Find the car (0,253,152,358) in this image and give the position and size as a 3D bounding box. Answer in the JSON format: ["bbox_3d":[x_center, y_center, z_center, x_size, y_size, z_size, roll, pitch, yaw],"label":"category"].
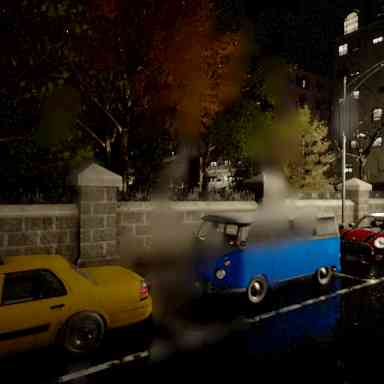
[{"bbox_3d":[-2.917,1.526,4.470,4.829,1.417,1.752,0,1,-36],"label":"car"}]

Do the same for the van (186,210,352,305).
[{"bbox_3d":[1.792,1.349,7.827,3.998,1.788,1.690,0,1,-36],"label":"van"}]

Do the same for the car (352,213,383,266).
[{"bbox_3d":[6.361,1.455,11.089,4.097,1.590,1.967,0,1,-36],"label":"car"}]
